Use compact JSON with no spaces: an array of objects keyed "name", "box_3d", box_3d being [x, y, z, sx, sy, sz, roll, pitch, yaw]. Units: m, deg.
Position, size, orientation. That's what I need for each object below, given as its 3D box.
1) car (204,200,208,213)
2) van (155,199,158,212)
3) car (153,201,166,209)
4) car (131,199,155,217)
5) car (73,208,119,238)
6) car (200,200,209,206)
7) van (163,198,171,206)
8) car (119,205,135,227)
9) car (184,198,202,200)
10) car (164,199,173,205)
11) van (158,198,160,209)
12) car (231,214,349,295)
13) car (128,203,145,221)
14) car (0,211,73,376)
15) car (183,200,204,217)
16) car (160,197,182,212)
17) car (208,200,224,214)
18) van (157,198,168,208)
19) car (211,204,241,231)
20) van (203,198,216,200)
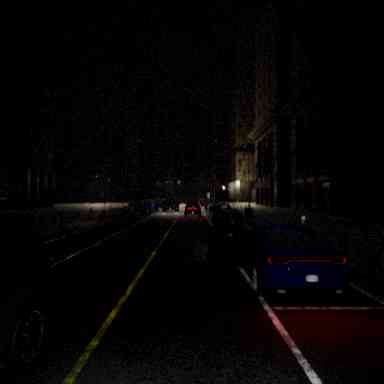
[{"name":"car","box_3d":[2.801,2.035,42.033,2.008,1.369,4.403,0,-1,0]},{"name":"van","box_3d":[-5.725,1.825,42.034,1.690,1.788,3.998,0,-1,0]},{"name":"car","box_3d":[-5.708,2.266,59.062,1.802,1.307,4.206,0,-1,0]},{"name":"car","box_3d":[-5.730,1.733,36.357,2.192,1.841,5.009,0,-1,0]},{"name":"car","box_3d":[-5.746,1.744,19.153,1.752,1.417,4.829,0,-1,0]},{"name":"car","box_3d":[2.833,2.470,76.095,1.802,1.307,4.206,0,-1,0]},{"name":"van","box_3d":[-5.693,2.228,76.096,1.690,1.788,3.998,0,-1,0]},{"name":"car","box_3d":[-5.741,1.868,25.000,1.802,1.307,4.206,0,-1,0]},{"name":"car","box_3d":[0.059,2.047,46.992,1.837,1.490,4.892,0,-1,1]},{"name":"car","box_3d":[-5.687,2.479,81.601,1.752,1.417,4.829,0,-1,0]},{"name":"van","box_3d":[-5.720,1.891,47.711,1.690,1.788,3.998,0,-1,0]},{"name":"car","box_3d":[2.368,1.581,9.026,1.882,1.535,5.008,0,-1,0]},{"name":"car","box_3d":[-5.735,1.934,30.677,1.802,1.307,4.206,0,-1,0]},{"name":"car","box_3d":[-3.098,1.254,2.754,2.150,2.045,5.566,0,-1,0]},{"name":"car","box_3d":[0.101,1.930,37.005,1.837,1.490,4.892,0,-1,1]},{"name":"car","box_3d":[-2.956,1.866,47.574,2.150,2.045,5.566,0,-1,0]},{"name":"car","box_3d":[2.790,1.793,30.679,1.967,1.590,4.097,0,-1,0]},{"name":"van","box_3d":[-5.704,2.093,64.742,1.690,1.788,3.998,0,-1,0]},{"name":"car","box_3d":[2.784,1.838,25.001,2.008,1.369,4.403,0,-1,0]},{"name":"van","box_3d":[2.805,1.892,47.713,1.690,1.788,3.998,0,-1,0]}]
